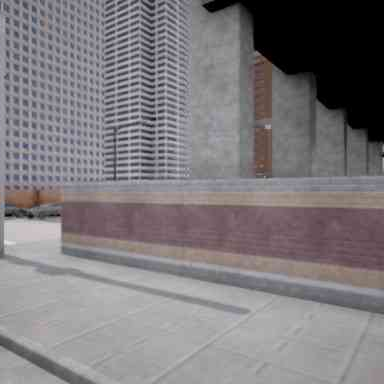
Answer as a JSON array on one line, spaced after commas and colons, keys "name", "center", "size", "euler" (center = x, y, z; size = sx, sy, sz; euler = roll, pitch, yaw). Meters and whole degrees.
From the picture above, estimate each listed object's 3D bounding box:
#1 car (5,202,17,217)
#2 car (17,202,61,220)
[{"name": "car", "center": [-16.313, 1.555, 27.931], "size": [1.994, 1.385, 4.181], "euler": [0, 0, 36]}, {"name": "car", "center": [-11.910, 1.556, 28.057], "size": [1.994, 1.385, 4.181], "euler": [0, 0, 36]}]
